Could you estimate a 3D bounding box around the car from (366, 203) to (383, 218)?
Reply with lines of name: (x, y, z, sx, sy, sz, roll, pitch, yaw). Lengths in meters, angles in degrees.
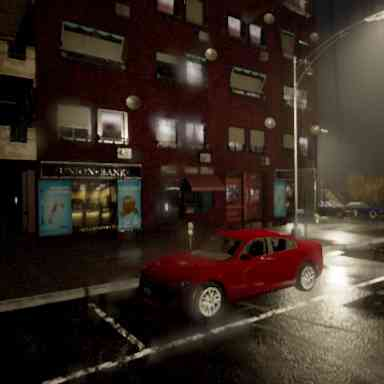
car: (15.682, 1.646, 30.820, 1.895, 1.301, 4.718, -1, 0, -35)

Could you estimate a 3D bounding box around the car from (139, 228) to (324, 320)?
car: (1.025, 1.533, 7.284, 4.507, 1.381, 1.887, 0, -1, -35)

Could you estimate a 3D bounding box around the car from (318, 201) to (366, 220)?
car: (12.381, 1.592, 29.889, 2.128, 1.511, 4.902, -1, 0, -33)
